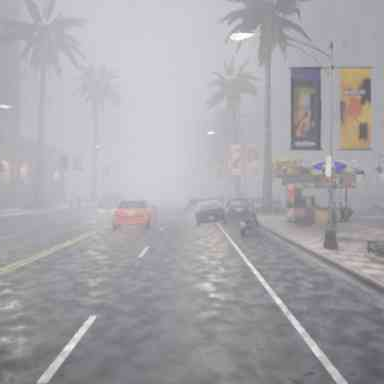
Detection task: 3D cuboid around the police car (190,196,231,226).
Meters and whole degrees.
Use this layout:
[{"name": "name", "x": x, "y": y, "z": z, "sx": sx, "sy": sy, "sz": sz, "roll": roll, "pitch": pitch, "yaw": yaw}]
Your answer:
[{"name": "police car", "x": 1.103, "y": 1.207, "z": 22.455, "sx": 1.930, "sy": 1.638, "sz": 5.238, "roll": -8, "pitch": 3, "yaw": 0}]

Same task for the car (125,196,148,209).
[{"name": "car", "x": -6.871, "y": 1.262, "z": 41.648, "sx": 1.882, "sy": 1.535, "sz": 5.008, "roll": 0, "pitch": 0, "yaw": 1}]

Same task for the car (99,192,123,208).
[{"name": "car", "x": -10.335, "y": 1.003, "z": 43.302, "sx": 2.150, "sy": 2.045, "sz": 5.566, "roll": 0, "pitch": 0, "yaw": 1}]

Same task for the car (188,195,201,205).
[{"name": "car", "x": 0.427, "y": 1.273, "z": 53.073, "sx": 2.033, "sy": 1.411, "sz": 5.357, "roll": 0, "pitch": 0, "yaw": 1}]

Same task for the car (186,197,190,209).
[{"name": "car", "x": 0.343, "y": 1.291, "z": 41.477, "sx": 1.837, "sy": 1.490, "sz": 4.892, "roll": 0, "pitch": 0, "yaw": 0}]

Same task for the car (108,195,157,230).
[{"name": "car", "x": -3.403, "y": 1.245, "z": 20.521, "sx": 2.097, "sy": 1.767, "sz": 4.553, "roll": 0, "pitch": 0, "yaw": 0}]

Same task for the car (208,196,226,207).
[{"name": "car", "x": 3.401, "y": 1.274, "z": 46.027, "sx": 2.161, "sy": 1.482, "sz": 4.786, "roll": 0, "pitch": 0, "yaw": 0}]
